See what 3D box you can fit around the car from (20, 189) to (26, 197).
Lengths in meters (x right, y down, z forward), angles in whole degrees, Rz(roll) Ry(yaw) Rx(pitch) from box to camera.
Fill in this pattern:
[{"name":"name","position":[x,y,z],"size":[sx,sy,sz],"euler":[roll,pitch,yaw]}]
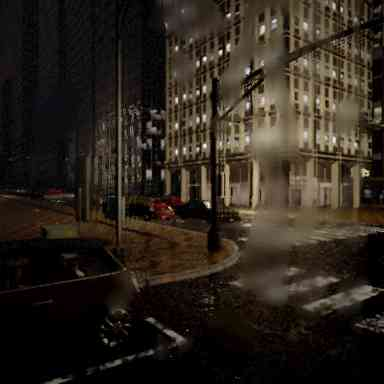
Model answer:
[{"name":"car","position":[-28.955,0.351,59.648],"size":[2.008,1.369,4.403],"euler":[1,0,-36]}]

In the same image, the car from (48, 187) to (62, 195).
[{"name":"car","position":[-31.930,0.034,78.189],"size":[1.887,1.381,4.507],"euler":[1,0,-36]}]

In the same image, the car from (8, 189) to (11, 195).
[{"name":"car","position":[-38.695,0.045,73.242],"size":[1.947,1.339,4.313],"euler":[1,0,-36]}]

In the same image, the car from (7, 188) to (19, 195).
[{"name":"car","position":[-41.941,-0.083,77.773],"size":[1.887,1.381,4.507],"euler":[1,0,-36]}]

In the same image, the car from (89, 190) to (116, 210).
[{"name":"car","position":[-9.470,0.760,32.460],"size":[2.192,1.841,5.009],"euler":[2,0,-36]}]

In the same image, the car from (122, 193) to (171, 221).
[{"name":"car","position":[-2.981,1.100,23.399],"size":[1.967,1.590,4.097],"euler":[2,0,-36]}]

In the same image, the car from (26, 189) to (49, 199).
[{"name":"car","position":[-25.709,0.453,55.117],"size":[1.887,1.381,4.507],"euler":[2,0,-36]}]

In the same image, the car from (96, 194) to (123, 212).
[{"name":"car","position":[-6.231,1.134,27.930],"size":[1.802,1.307,4.206],"euler":[2,0,-36]}]

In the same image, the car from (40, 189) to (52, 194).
[{"name":"car","position":[-38.426,-0.159,87.255],"size":[1.947,1.339,4.313],"euler":[1,0,-36]}]

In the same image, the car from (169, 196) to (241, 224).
[{"name":"car","position":[0.889,1.268,22.417],"size":[2.033,1.411,5.357],"euler":[0,1,-36]}]

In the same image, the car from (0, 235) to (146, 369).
[{"name":"car","position":[-2.795,1.441,4.567],"size":[4.097,1.590,1.967],"euler":[0,0,-35]}]

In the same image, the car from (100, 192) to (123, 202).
[{"name":"car","position":[-12.445,0.698,50.992],"size":[1.947,1.339,4.313],"euler":[1,0,-36]}]

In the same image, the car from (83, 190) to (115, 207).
[{"name":"car","position":[-10.938,0.682,38.947],"size":[2.097,1.767,4.553],"euler":[0,1,-35]}]

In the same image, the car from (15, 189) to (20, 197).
[{"name":"car","position":[-32.202,0.238,64.179],"size":[1.887,1.381,4.507],"euler":[1,0,-36]}]

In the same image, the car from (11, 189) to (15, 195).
[{"name":"car","position":[-35.448,0.137,68.711],"size":[2.008,1.369,4.403],"euler":[1,0,-36]}]

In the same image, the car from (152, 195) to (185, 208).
[{"name":"car","position":[-2.702,1.036,37.392],"size":[1.802,1.307,4.206],"euler":[1,0,-36]}]

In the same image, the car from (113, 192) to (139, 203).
[{"name":"car","position":[-9.295,0.762,46.597],"size":[1.752,1.417,4.829],"euler":[1,0,-36]}]
